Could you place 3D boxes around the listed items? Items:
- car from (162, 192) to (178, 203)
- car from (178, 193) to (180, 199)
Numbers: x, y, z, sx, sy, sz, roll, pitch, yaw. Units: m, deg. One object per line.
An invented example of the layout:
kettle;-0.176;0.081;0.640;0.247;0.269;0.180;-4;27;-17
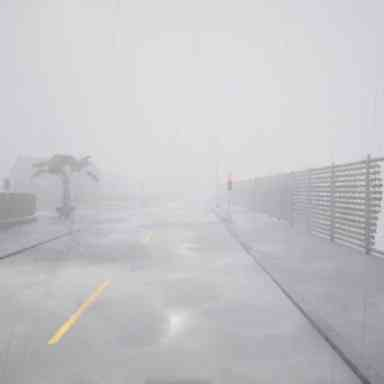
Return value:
car;-3.999;1.054;57.623;2.128;1.511;4.902;0;1;0
car;-4.002;0.709;79.099;2.097;1.767;4.553;0;0;0
